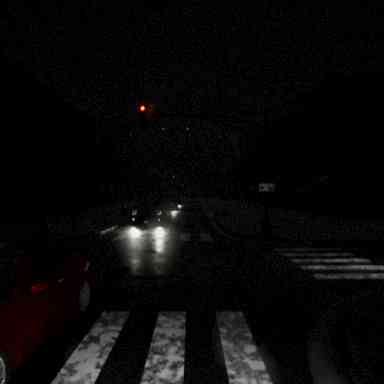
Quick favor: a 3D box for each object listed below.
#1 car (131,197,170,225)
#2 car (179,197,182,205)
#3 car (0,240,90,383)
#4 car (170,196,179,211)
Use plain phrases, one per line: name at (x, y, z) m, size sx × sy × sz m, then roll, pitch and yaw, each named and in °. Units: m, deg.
car at (-2.915, 1.317, 23.333) m, size 2.097 × 1.767 × 4.553 m, roll 0°, pitch 0°, yaw 0°
car at (-2.864, 1.452, 58.551) m, size 1.882 × 1.535 × 5.008 m, roll 0°, pitch 0°, yaw 0°
car at (-2.861, 1.516, 4.805) m, size 1.812 × 1.442 × 4.674 m, roll 0°, pitch 0°, yaw 0°
car at (-2.919, 1.418, 40.876) m, size 1.882 × 1.535 × 5.008 m, roll 0°, pitch 0°, yaw 0°
